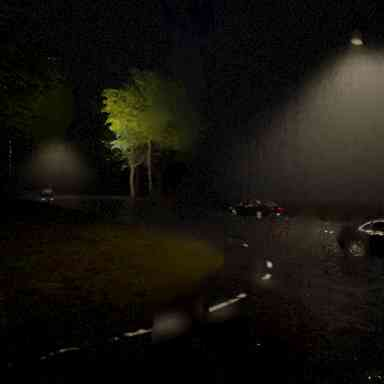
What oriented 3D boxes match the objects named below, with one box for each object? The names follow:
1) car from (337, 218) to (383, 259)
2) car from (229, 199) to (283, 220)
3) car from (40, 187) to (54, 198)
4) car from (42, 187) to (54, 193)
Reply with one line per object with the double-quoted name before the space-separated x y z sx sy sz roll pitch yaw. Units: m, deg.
"car" 7.461 1.696 11.279 1.837 1.490 4.892 0 1 -35
"car" 5.047 1.357 26.802 1.837 1.490 4.892 0 2 -35
"car" -25.838 0.312 59.318 1.895 1.301 4.718 0 1 -30
"car" -37.964 -0.499 87.568 1.812 1.442 4.674 0 1 -35
